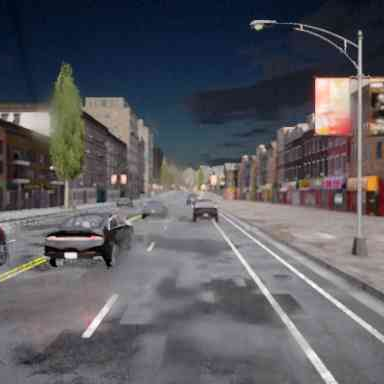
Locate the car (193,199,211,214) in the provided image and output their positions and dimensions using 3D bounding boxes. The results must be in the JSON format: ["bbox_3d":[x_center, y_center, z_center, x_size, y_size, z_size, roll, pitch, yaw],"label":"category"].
[{"bbox_3d":[0.983,1.497,35.640,1.837,1.490,4.892,0,0,0],"label":"car"}]

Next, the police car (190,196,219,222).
[{"bbox_3d":[0.980,1.397,25.749,1.930,1.638,5.238,0,0,0],"label":"police car"}]

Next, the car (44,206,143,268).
[{"bbox_3d":[-3.150,1.442,11.078,2.128,1.511,4.902,0,0,0],"label":"car"}]

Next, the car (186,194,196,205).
[{"bbox_3d":[0.013,1.484,60.426,2.097,1.767,4.553,0,0,0],"label":"car"}]

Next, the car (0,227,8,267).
[{"bbox_3d":[-6.598,1.307,8.109,2.097,1.767,4.553,0,0,0],"label":"car"}]

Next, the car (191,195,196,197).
[{"bbox_3d":[0.984,1.469,41.831,1.801,1.575,5.366,0,0,0],"label":"car"}]

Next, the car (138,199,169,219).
[{"bbox_3d":[-3.145,1.541,28.995,1.994,1.385,4.181,0,0,0],"label":"car"}]

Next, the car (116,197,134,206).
[{"bbox_3d":[-9.815,1.552,48.780,1.837,1.490,4.892,0,0,0],"label":"car"}]

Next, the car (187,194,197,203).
[{"bbox_3d":[0.017,1.406,77.717,2.150,2.045,5.566,0,-1,0],"label":"car"}]
